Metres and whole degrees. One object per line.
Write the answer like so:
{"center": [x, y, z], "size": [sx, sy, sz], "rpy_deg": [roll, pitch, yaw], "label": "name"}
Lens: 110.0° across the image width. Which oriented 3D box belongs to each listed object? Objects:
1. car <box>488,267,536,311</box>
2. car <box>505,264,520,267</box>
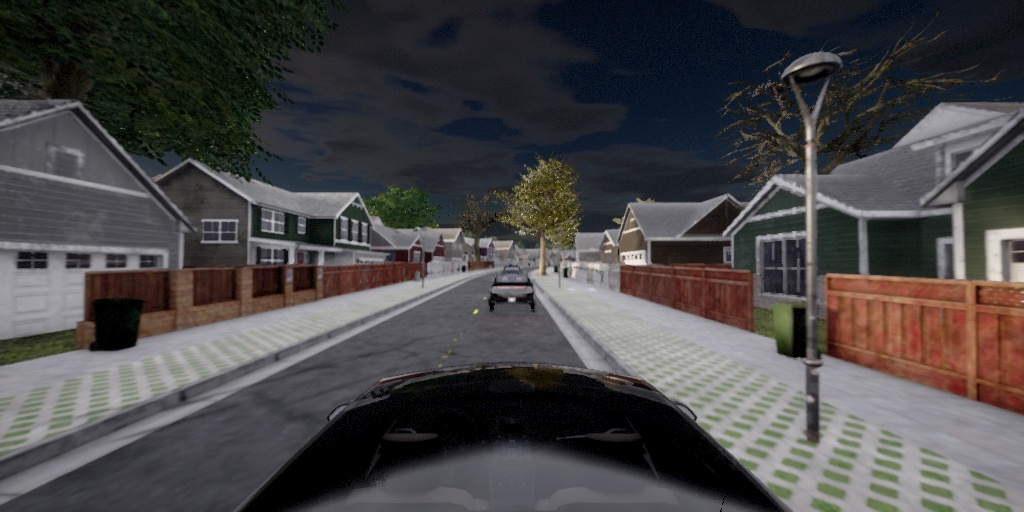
{"center": [0.011, 1.387, 15.370], "size": [2.128, 1.511, 4.902], "rpy_deg": [0, 0, 0], "label": "car"}
{"center": [0.023, 1.561, 30.361], "size": [1.837, 1.490, 4.892], "rpy_deg": [0, 0, 1], "label": "car"}
